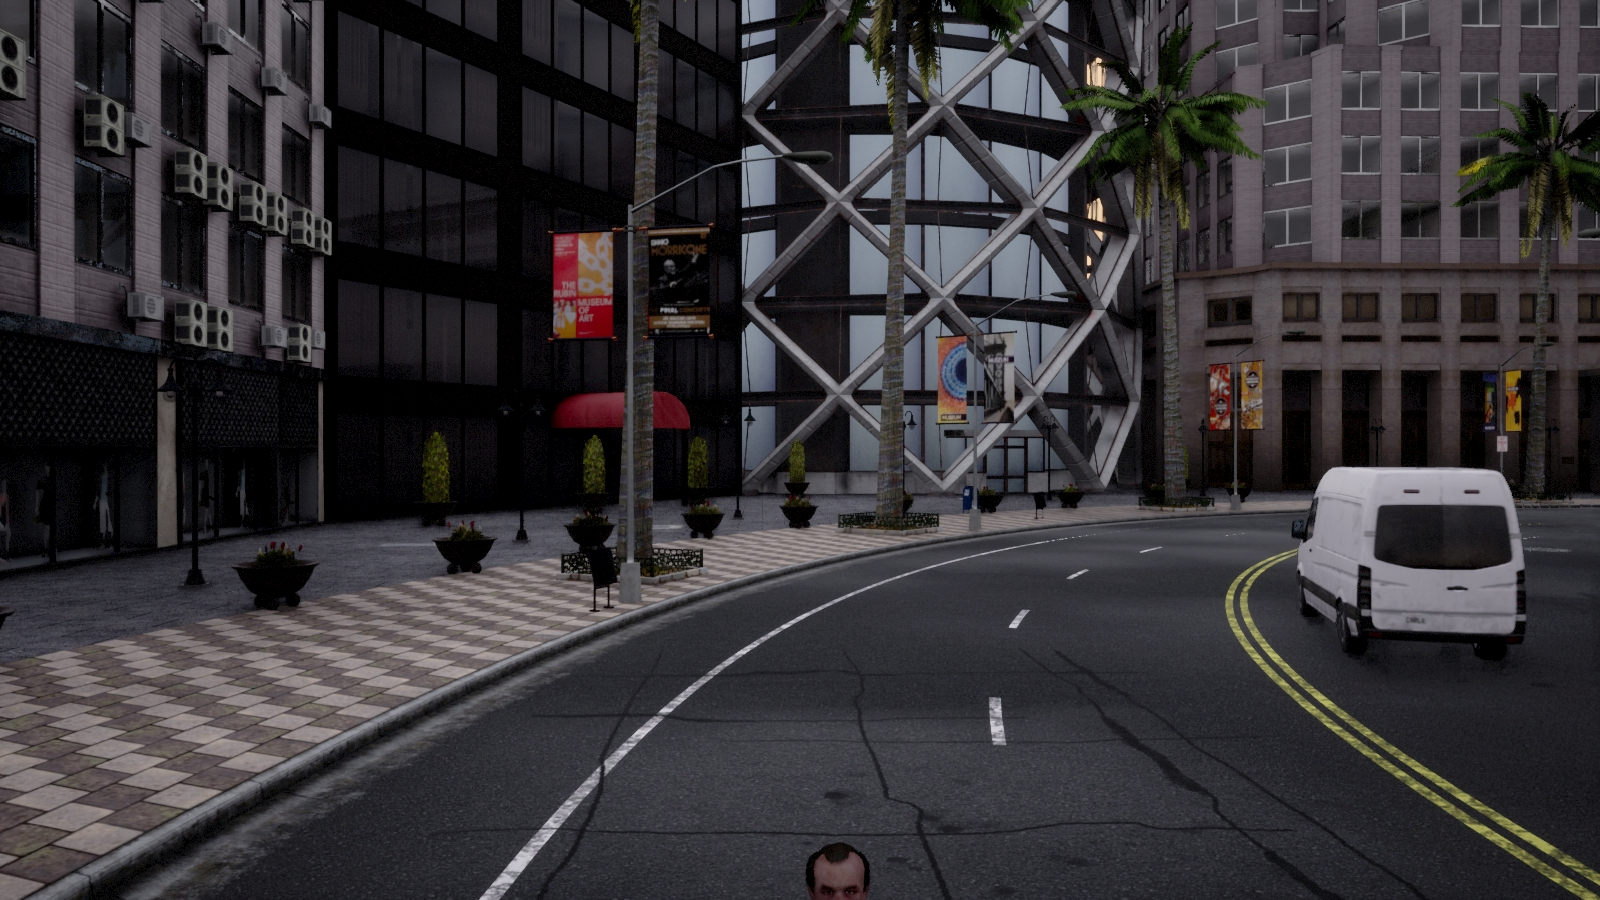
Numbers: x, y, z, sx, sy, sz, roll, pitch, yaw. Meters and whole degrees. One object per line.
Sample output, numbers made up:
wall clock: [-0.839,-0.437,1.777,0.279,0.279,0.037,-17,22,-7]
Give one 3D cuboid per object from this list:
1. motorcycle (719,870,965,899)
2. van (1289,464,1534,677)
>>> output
motorcycle: [0.124,2.182,3.338,0.856,1.236,1.805,0,0,2]
van: [8.902,1.534,17.265,1.988,2.561,5.915,0,0,15]
